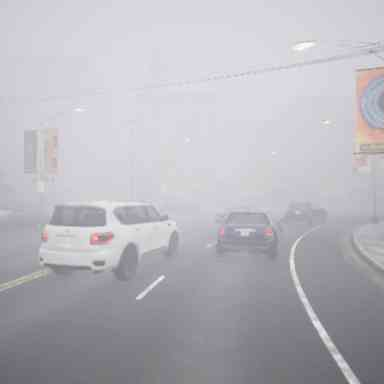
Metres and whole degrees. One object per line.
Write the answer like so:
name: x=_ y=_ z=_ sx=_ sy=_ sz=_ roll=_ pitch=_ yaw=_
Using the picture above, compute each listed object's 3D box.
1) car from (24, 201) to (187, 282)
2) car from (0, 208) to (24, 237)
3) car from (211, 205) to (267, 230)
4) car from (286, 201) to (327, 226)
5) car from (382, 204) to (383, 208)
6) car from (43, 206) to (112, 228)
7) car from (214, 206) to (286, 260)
car: x=-2.141 y=1.284 z=10.349 sx=2.150 sy=2.045 sz=5.566 roll=0 pitch=-1 yaw=17
car: x=-10.246 y=1.627 z=18.827 sx=2.002 sy=1.452 sz=4.674 roll=0 pitch=0 yaw=19
car: x=3.542 y=1.715 z=24.072 sx=2.033 sy=1.411 sz=5.357 roll=0 pitch=0 yaw=32
car: x=8.726 y=1.536 z=25.337 sx=2.097 sy=1.767 sz=4.553 roll=0 pitch=-1 yaw=36
car: x=30.518 y=1.980 z=48.596 sx=4.718 sy=1.301 sz=1.895 roll=0 pitch=0 yaw=-4
car: x=-8.167 y=1.741 z=24.167 sx=1.895 sy=1.301 sz=4.718 roll=0 pitch=0 yaw=29
car: x=2.445 y=1.446 z=13.265 sx=2.097 sy=1.767 sz=4.553 roll=0 pitch=0 yaw=18
